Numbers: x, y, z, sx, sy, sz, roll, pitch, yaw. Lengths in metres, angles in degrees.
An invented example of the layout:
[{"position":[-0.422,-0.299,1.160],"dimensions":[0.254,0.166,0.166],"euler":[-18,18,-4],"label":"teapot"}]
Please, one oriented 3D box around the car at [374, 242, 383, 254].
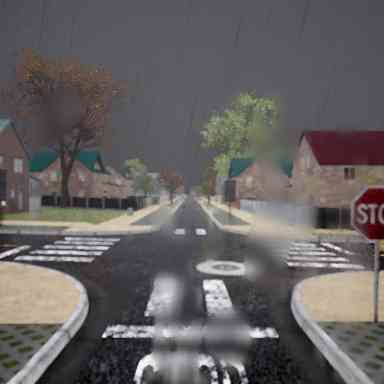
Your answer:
[{"position":[9.251,1.808,11.828],"dimensions":[5.008,1.535,1.882],"euler":[2,1,-1],"label":"car"}]
